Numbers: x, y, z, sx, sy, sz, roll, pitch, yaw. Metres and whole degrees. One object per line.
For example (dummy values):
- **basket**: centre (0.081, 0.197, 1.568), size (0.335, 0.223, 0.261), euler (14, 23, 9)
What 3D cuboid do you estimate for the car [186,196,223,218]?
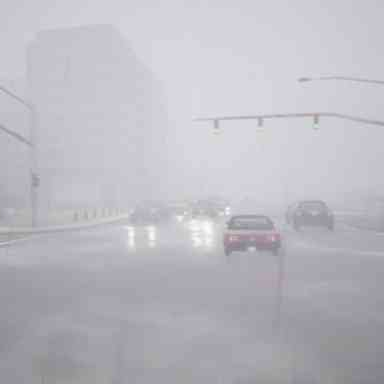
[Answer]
- **car**: centre (1.198, 1.410, 29.519), size (2.128, 1.511, 4.902), euler (-1, 0, 10)

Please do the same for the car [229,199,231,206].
- **car**: centre (4.553, 1.424, 48.421), size (1.895, 1.301, 4.718), euler (-1, 0, 10)

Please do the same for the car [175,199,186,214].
- **car**: centre (-1.493, 1.431, 34.478), size (1.882, 1.535, 5.008), euler (-1, 0, 10)

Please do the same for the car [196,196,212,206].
- **car**: centre (2.001, 1.418, 54.190), size (1.994, 1.385, 4.181), euler (-1, 0, 10)

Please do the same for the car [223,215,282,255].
- **car**: centre (2.246, 1.536, 12.942), size (1.895, 1.301, 4.718), euler (-1, 0, 8)

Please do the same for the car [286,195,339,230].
- **car**: centre (6.872, 1.194, 19.856), size (2.097, 1.767, 4.553), euler (-1, 0, 9)

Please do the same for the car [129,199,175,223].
- **car**: centre (-3.126, 1.352, 25.454), size (2.097, 1.767, 4.553), euler (-1, 0, 12)

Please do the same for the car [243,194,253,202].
- **car**: centre (11.047, 1.155, 65.461), size (1.882, 1.535, 5.008), euler (-1, 0, 10)

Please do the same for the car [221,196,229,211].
- **car**: centre (2.750, 1.226, 38.426), size (2.097, 1.767, 4.553), euler (-1, 0, 10)

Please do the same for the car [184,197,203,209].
- **car**: centre (0.257, 1.430, 44.330), size (1.812, 1.442, 4.674), euler (-1, 0, 10)

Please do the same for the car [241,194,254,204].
- **car**: centre (9.314, 1.253, 55.412), size (1.812, 1.442, 4.674), euler (-1, 0, 10)
